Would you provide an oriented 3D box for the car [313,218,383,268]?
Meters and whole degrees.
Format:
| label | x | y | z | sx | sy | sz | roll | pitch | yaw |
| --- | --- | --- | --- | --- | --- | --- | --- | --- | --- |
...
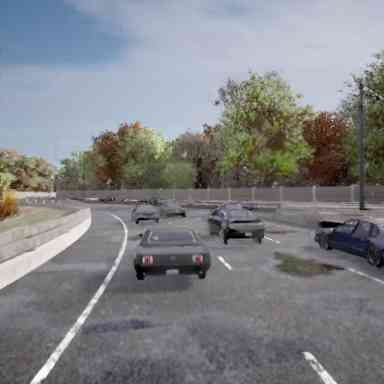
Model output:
| label | x | y | z | sx | sy | sz | roll | pitch | yaw |
| --- | --- | --- | --- | --- | --- | --- | --- | --- | --- |
| car | 6.258 | 1.606 | 11.537 | 2.033 | 1.411 | 5.357 | 0 | 0 | -6 |

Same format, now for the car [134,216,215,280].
| label | x | y | z | sx | sy | sz | roll | pitch | yaw |
| --- | --- | --- | --- | --- | --- | --- | --- | --- | --- |
| car | -0.675 | 1.666 | 10.229 | 1.895 | 1.301 | 4.718 | 0 | 0 | -5 |

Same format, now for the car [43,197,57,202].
| label | x | y | z | sx | sy | sz | roll | pitch | yaw |
| --- | --- | --- | --- | --- | --- | --- | --- | --- | --- |
| car | -36.712 | 1.936 | 83.666 | 5.008 | 1.535 | 1.882 | 0 | 0 | 39 |

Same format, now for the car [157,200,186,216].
| label | x | y | z | sx | sy | sz | roll | pitch | yaw |
| --- | --- | --- | --- | --- | --- | --- | --- | --- | --- |
| car | -2.033 | 1.767 | 32.821 | 1.994 | 1.385 | 4.181 | 0 | 0 | -17 |

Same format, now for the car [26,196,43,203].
| label | x | y | z | sx | sy | sz | roll | pitch | yaw |
| --- | --- | --- | --- | --- | --- | --- | --- | --- | --- |
| car | -38.943 | 2.000 | 80.969 | 4.181 | 1.385 | 1.994 | 0 | 0 | 39 |

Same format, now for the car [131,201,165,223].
| label | x | y | z | sx | sy | sz | roll | pitch | yaw |
| --- | --- | --- | --- | --- | --- | --- | --- | --- | --- |
| car | -3.876 | 1.721 | 27.052 | 2.033 | 1.411 | 5.357 | 0 | 0 | -15 |

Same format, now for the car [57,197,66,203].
| label | x | y | z | sx | sy | sz | roll | pitch | yaw |
| --- | --- | --- | --- | --- | --- | --- | --- | --- | --- |
| car | -34.469 | 2.015 | 86.371 | 4.902 | 1.511 | 2.128 | 0 | 0 | 41 |

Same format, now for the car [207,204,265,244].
| label | x | y | z | sx | sy | sz | roll | pitch | yaw |
| --- | --- | --- | --- | --- | --- | --- | --- | --- | --- |
| car | 2.014 | 1.589 | 16.409 | 2.128 | 1.511 | 4.902 | 0 | 0 | -9 |

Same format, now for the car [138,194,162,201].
| label | x | y | z | sx | sy | sz | roll | pitch | yaw |
| --- | --- | --- | --- | --- | --- | --- | --- | --- | --- |
| car | -6.803 | 1.381 | 53.523 | 2.150 | 2.045 | 5.566 | 0 | 0 | -34 |

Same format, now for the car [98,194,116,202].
| label | x | y | z | sx | sy | sz | roll | pitch | yaw |
| --- | --- | --- | --- | --- | --- | --- | --- | --- | --- |
| car | -17.714 | 1.499 | 69.348 | 2.150 | 2.045 | 5.566 | 0 | 0 | -38 |

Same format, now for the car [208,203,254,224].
| label | x | y | z | sx | sy | sz | roll | pitch | yaw |
| --- | --- | --- | --- | --- | --- | --- | --- | --- | --- |
| car | 3.119 | 1.710 | 27.950 | 2.033 | 1.411 | 5.357 | 0 | 0 | -15 |
